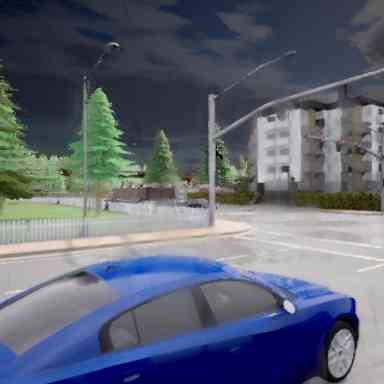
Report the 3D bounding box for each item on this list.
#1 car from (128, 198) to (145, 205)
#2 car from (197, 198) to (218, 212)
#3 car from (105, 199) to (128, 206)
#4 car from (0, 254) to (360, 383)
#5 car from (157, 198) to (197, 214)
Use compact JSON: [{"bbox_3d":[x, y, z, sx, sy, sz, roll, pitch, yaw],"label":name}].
[{"bbox_3d":[-9.015,1.564,52.207,1.994,1.385,4.181,0,0,-34],"label":"car"},{"bbox_3d":[0.935,1.462,37.302,1.837,1.490,4.892,0,0,-34],"label":"car"},{"bbox_3d":[-11.898,1.628,50.224,1.895,1.301,4.718,0,0,-34],"label":"car"},{"bbox_3d":[-0.089,1.474,3.730,5.008,1.535,1.882,0,0,-35],"label":"car"},{"bbox_3d":[-2.014,1.455,35.415,2.128,1.511,4.902,0,0,-34],"label":"car"}]
